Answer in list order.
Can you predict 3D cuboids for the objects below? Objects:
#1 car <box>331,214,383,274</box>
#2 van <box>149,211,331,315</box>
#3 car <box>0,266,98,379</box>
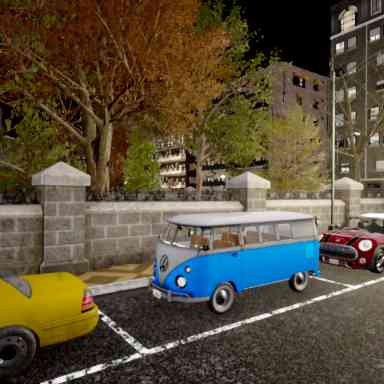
[{"bbox_3d":[5.643,1.442,10.562,4.097,1.590,1.967,0,1,-35],"label":"car"},{"bbox_3d":[1.072,1.342,7.305,3.998,1.788,1.690,0,1,-35],"label":"van"},{"bbox_3d":[-3.641,1.525,3.952,4.829,1.417,1.752,0,1,-35],"label":"car"}]
